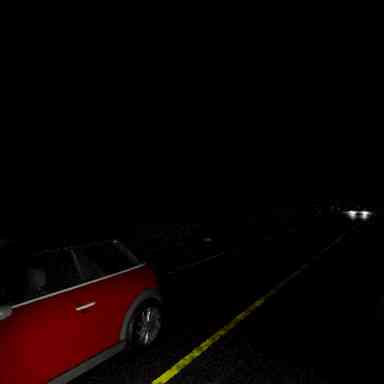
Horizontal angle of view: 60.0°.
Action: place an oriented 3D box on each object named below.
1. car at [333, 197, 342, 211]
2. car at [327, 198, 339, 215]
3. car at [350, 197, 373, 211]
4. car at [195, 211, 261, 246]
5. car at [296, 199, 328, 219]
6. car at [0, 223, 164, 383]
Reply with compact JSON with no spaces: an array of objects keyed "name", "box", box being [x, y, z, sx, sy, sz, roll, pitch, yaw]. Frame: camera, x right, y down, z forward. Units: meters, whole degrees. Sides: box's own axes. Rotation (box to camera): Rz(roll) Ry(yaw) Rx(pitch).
[{"name":"car","box":[16.327,1.442,38.865,1.967,1.590,4.097,0,0,32]},{"name":"car","box":[13.420,1.567,34.167,1.947,1.339,4.313,0,0,32]},{"name":"car","box":[20.593,1.613,40.691,1.994,1.385,4.181,0,0,32]},{"name":"car","box":[1.793,1.566,15.372,1.947,1.339,4.313,0,0,32]},{"name":"car","box":[10.513,1.583,29.468,1.802,1.307,4.206,0,0,32]},{"name":"car","box":[-2.330,1.352,3.829,2.097,1.767,4.553,0,0,32]}]
